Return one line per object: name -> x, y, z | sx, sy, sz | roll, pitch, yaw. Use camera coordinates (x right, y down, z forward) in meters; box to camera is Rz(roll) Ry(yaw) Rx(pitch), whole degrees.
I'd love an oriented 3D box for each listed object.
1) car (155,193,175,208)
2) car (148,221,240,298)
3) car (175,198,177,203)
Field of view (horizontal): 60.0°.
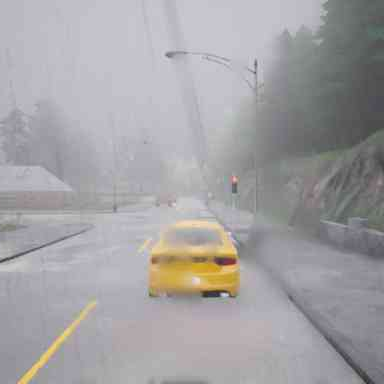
car -> -4.075, 1.218, 48.673 | 2.150, 2.045, 5.566 | 0, 0, 0
car -> 0.056, 1.477, 8.569 | 1.882, 1.535, 5.008 | 0, 0, 1
car -> -4.002, 1.560, 66.635 | 1.994, 1.385, 4.181 | 0, 0, 1
